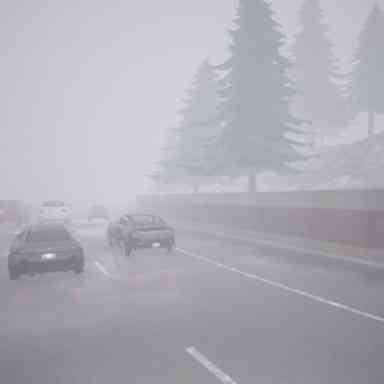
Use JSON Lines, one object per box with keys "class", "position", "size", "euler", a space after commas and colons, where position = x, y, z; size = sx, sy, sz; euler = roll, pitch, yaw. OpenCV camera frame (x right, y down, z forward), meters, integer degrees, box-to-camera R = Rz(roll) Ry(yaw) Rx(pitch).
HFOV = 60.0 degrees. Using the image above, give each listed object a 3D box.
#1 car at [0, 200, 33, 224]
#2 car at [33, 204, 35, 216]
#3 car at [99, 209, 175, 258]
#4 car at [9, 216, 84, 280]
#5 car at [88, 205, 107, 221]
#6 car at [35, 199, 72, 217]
{"class": "car", "position": [-14.682, 1.636, 26.883], "size": [2.150, 2.045, 5.566], "euler": [0, -1, -17]}
{"class": "car", "position": [-17.673, 2.108, 38.232], "size": [2.033, 1.411, 5.357], "euler": [0, -1, -13]}
{"class": "car", "position": [-2.250, 1.651, 13.753], "size": [2.128, 1.511, 4.902], "euler": [0, -1, -25]}
{"class": "car", "position": [-4.711, 1.720, 10.757], "size": [1.994, 1.385, 4.181], "euler": [0, -1, -25]}
{"class": "car", "position": [-8.958, 1.955, 31.974], "size": [2.033, 1.411, 5.357], "euler": [0, -1, -16]}
{"class": "car", "position": [-11.335, 1.613, 27.738], "size": [2.150, 2.045, 5.566], "euler": [-1, -1, -17]}
